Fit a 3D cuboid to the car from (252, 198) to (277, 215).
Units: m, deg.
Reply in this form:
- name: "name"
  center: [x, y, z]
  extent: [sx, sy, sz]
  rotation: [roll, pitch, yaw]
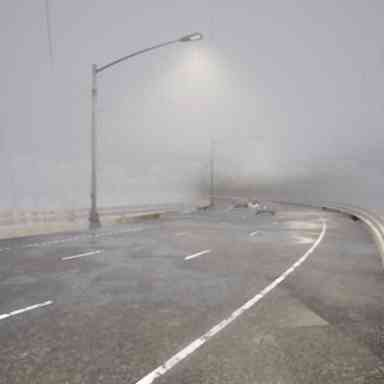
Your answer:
- name: "car"
  center: [7.961, 1.680, 35.468]
  extent: [2.033, 1.411, 5.357]
  rotation: [0, 0, 16]

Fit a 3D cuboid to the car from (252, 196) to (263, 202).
- name: "car"
  center: [12.108, 1.573, 61.396]
  extent: [2.097, 1.767, 4.553]
  rotation: [0, 0, 3]

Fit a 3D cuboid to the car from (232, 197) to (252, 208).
- name: "car"
  center: [7.540, 1.660, 50.193]
  extent: [2.128, 1.511, 4.902]
  rotation: [0, 0, 9]

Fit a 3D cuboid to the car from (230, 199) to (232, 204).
- name: "car"
  center: [8.745, 1.743, 66.473]
  extent: [1.812, 1.442, 4.674]
  rotation: [0, 0, -1]
